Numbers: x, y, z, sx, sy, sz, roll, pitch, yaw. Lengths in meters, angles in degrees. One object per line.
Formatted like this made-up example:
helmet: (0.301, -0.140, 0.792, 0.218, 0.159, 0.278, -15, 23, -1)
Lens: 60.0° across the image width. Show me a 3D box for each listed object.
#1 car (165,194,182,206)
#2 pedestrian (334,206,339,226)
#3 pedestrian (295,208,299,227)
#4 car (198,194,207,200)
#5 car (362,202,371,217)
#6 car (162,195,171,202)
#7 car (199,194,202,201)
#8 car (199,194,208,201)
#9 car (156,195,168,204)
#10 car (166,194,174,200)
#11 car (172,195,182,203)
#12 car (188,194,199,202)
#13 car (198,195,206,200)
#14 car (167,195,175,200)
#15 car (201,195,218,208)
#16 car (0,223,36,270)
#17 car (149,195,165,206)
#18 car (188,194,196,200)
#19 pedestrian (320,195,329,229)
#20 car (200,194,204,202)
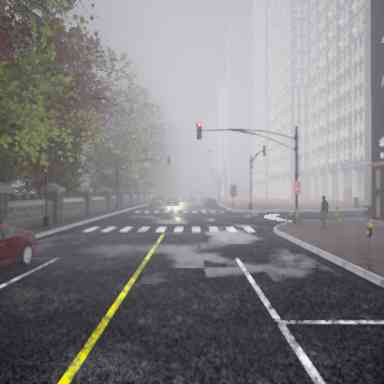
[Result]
car: (-3.063, 1.406, 53.871, 2.128, 1.511, 4.902, 0, 0, 0)
pedestrian: (8.135, 1.372, 18.676, 0.500, 1.100, 0.500, 0, 0, 0)
pedestrian: (6.135, 1.475, 19.276, 0.500, 1.100, 0.500, 0, 0, 0)
car: (2.690, 1.331, 86.147, 1.967, 1.590, 4.097, 0, 0, 0)
car: (14.673, 1.228, 24.130, 4.313, 1.339, 1.947, -1, 1, 0)
car: (-5.690, 1.422, 74.714, 1.752, 1.417, 4.829, 0, 0, 0)
car: (2.690, 1.476, 57.986, 1.947, 1.339, 4.313, 0, 0, 0)
car: (2.690, 1.333, 80.516, 1.967, 1.590, 4.097, 0, 0, 0)
car: (-5.690, 1.345, 63.618, 1.967, 1.590, 4.097, 0, 0, 0)
car: (-5.691, 1.331, 86.147, 1.967, 1.590, 4.097, 0, 0, 0)
car: (-3.004, 1.377, 69.366, 1.882, 1.535, 5.008, 0, 0, 0)
car: (-0.002, 1.484, 74.037, 1.895, 1.301, 4.718, 0, 0, 0)
car: (2.689, 1.439, 91.780, 2.008, 1.369, 4.403, 0, 0, 0)
car: (-5.692, 1.434, 91.780, 1.887, 1.381, 4.507, 0, 0, 0)
car: (2.690, 1.489, 46.721, 1.947, 1.339, 4.313, 0, 0, 0)
car: (-5.817, 1.527, 8.802, 1.887, 1.381, 4.507, 0, 0, 0)
car: (-5.690, 1.498, 52.353, 1.802, 1.307, 4.206, 0, 0, 0)
car: (-0.002, 1.266, 84.007, 1.837, 1.490, 4.892, 0, 0, 0)
pedestrian: (7.134, 1.069, 18.077, 0.375, 1.860, 0.375, 0, 0, 0)
car: (2.690, 1.482, 52.354, 1.947, 1.339, 4.313, 0, 0, 0)
